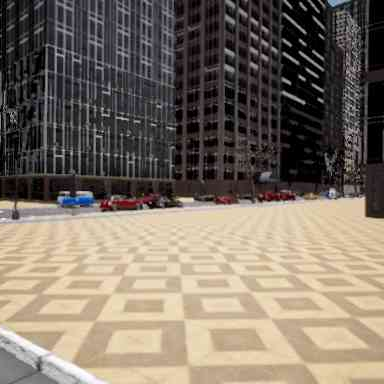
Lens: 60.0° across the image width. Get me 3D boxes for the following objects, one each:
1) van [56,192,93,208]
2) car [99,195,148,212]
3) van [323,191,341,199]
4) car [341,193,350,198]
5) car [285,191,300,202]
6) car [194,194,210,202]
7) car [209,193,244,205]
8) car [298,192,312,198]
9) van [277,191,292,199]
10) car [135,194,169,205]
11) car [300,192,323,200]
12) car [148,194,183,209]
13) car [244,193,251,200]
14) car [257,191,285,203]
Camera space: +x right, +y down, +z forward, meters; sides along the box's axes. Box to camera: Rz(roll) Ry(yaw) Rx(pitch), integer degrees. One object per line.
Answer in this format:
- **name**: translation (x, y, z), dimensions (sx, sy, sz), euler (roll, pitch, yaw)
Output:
- **van**: translation (-13.047, 0.842, 37.204), dimensions (1.690, 1.788, 3.998), euler (2, 1, 42)
- **car**: translation (-6.605, 1.056, 31.476), dimensions (1.967, 1.590, 4.097), euler (2, 1, 42)
- **van**: translation (31.015, 0.657, 74.147), dimensions (1.690, 1.788, 3.998), euler (2, 1, 42)
- **car**: translation (34.783, 0.837, 78.410), dimensions (2.008, 1.369, 4.403), euler (2, 1, 42)
- **car**: translation (15.931, 0.749, 57.109), dimensions (2.192, 1.841, 5.009), euler (2, 1, 42)
- **car**: translation (2.123, 0.948, 54.164), dimensions (1.947, 1.339, 4.313), euler (2, 1, 42)
- **car**: translation (4.614, 1.106, 44.336), dimensions (1.802, 1.307, 4.206), euler (2, 1, 42)
- **car**: translation (28.522, 0.741, 83.981), dimensions (1.947, 1.339, 4.313), euler (2, 1, 42)
- **van**: translation (20.983, 0.575, 75.457), dimensions (1.690, 1.788, 3.998), euler (2, 1, 42)
- **car**: translation (-5.424, 0.987, 45.652), dimensions (1.887, 1.381, 4.507), euler (2, 1, 42)
- **car**: translation (23.583, 0.899, 65.759), dimensions (1.752, 1.417, 4.829), euler (2, 1, 42)
- **car**: translation (-2.878, 1.151, 35.774), dimensions (1.947, 1.339, 4.313), euler (2, 1, 42)
- **car**: translation (9.666, 0.889, 62.683), dimensions (1.947, 1.339, 4.313), euler (2, 1, 42)
- **car**: translation (12.160, 0.779, 52.850), dimensions (2.192, 1.841, 5.009), euler (2, 1, 42)
